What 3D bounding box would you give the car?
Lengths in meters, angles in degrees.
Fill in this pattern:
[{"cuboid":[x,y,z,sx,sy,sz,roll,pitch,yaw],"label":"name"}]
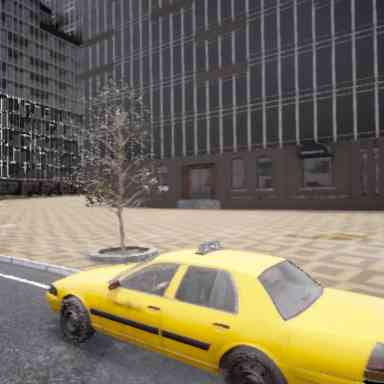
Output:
[{"cuboid":[0.004,1.470,4.767,5.366,1.575,1.801,0,0,35],"label":"car"}]
